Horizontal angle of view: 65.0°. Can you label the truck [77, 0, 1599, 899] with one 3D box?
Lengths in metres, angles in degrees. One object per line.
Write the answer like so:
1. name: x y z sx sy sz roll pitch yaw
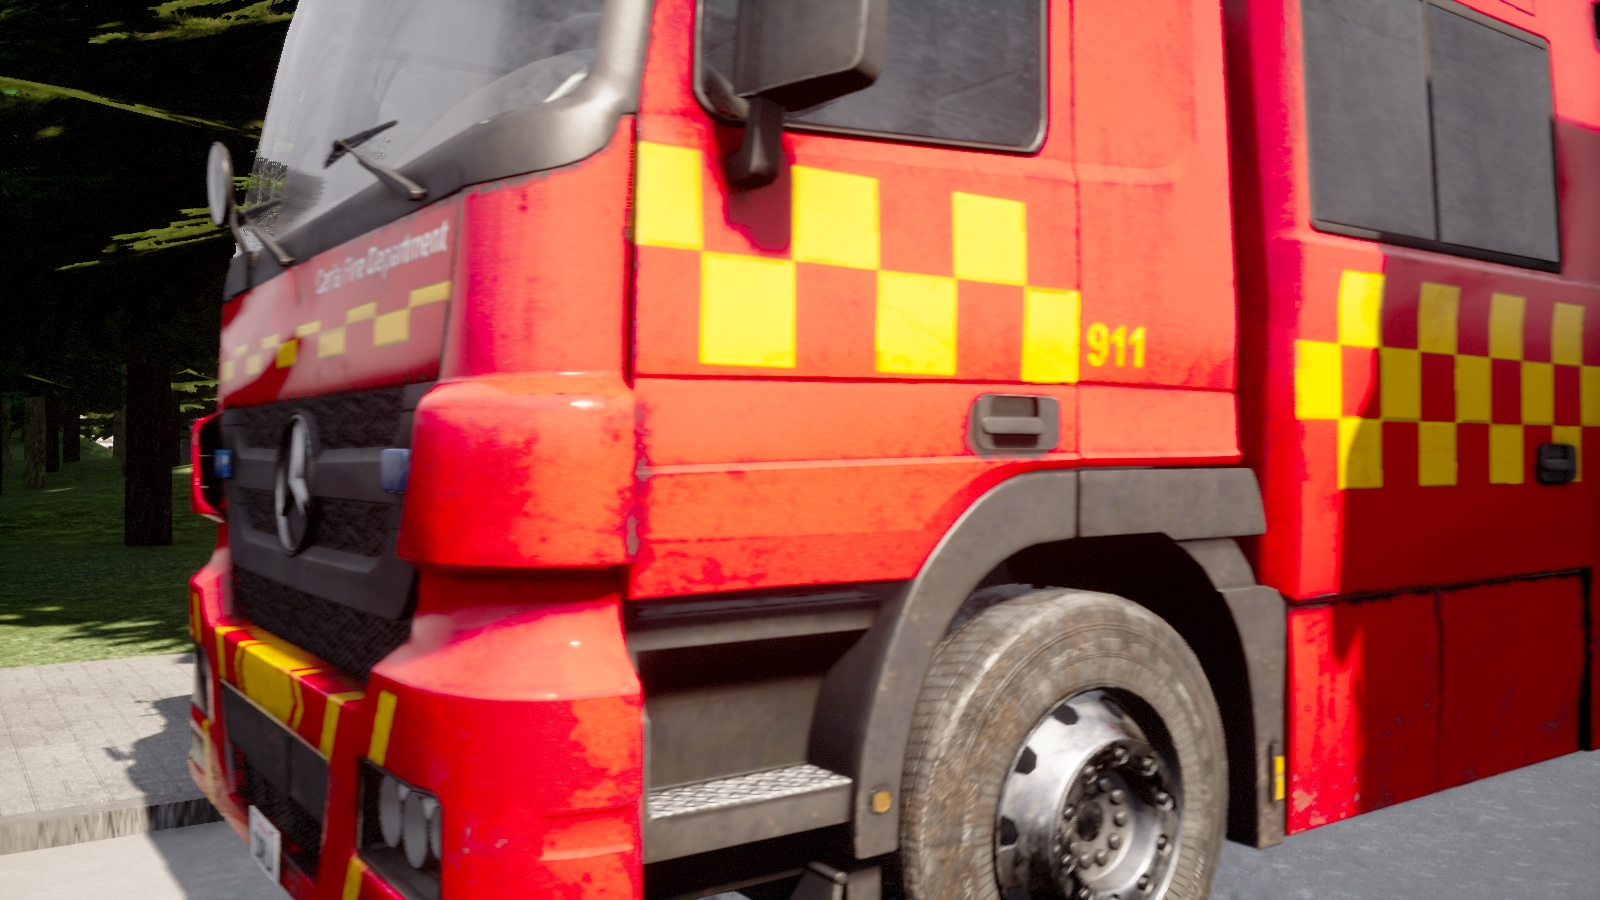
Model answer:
1. truck: 1.815 -0.410 5.563 8.468 3.827 2.891 0 0 -35
